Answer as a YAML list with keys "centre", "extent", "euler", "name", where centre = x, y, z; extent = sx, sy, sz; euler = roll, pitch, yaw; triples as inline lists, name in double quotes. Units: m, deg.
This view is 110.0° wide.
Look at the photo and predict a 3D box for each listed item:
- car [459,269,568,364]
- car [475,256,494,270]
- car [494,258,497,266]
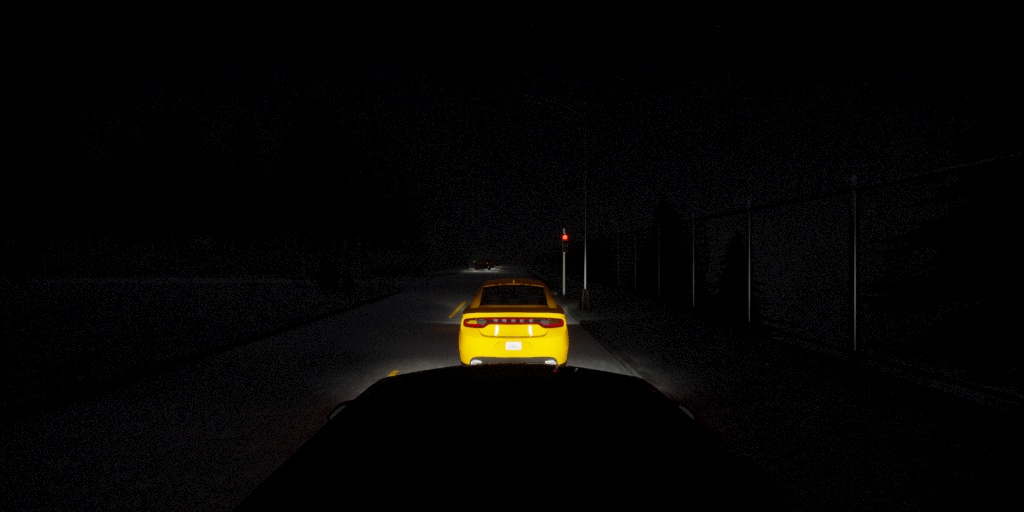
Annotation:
- centre: [0.043, 1.228, 7.979]
  extent: [1.882, 1.535, 5.008]
  euler: [0, 0, 0]
  name: "car"
- centre: [-4.122, 1.102, 51.948]
  extent: [2.097, 1.767, 4.553]
  euler: [0, 0, 0]
  name: "car"
- centre: [-4.108, 1.351, 62.224]
  extent: [1.895, 1.301, 4.718]
  euler: [0, 0, 0]
  name: "car"
